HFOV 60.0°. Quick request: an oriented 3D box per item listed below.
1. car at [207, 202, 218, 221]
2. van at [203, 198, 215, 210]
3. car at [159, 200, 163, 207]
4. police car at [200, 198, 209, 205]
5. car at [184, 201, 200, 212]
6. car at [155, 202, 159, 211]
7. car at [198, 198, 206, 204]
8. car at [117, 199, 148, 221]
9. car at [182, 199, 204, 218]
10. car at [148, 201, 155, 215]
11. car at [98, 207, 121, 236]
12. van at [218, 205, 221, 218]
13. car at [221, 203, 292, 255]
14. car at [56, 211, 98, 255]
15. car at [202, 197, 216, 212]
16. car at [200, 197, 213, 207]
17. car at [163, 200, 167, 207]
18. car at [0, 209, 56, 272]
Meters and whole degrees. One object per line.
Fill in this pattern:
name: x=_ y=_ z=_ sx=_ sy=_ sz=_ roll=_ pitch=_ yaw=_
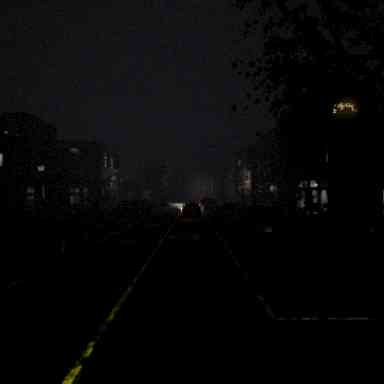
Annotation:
car: x=2.691 y=1.860 z=30.659 sx=2.008 sy=1.369 sz=4.403 roll=-1 pitch=-1 yaw=0
van: x=2.691 y=1.872 z=52.836 sx=1.690 sy=1.788 sz=3.998 roll=-1 pitch=-1 yaw=0
car: x=-5.688 y=2.020 z=47.291 sx=1.887 sy=1.381 sz=4.507 roll=-1 pitch=-1 yaw=0
police car: x=3.007 y=2.213 z=78.612 sx=1.930 sy=1.638 sz=5.238 roll=0 pitch=-1 yaw=0
car: x=0.014 y=2.028 z=46.075 sx=1.994 sy=1.385 sz=4.181 roll=0 pitch=0 yaw=0
car: x=-5.688 y=1.986 z=41.747 sx=1.947 sy=1.339 sz=4.313 roll=-1 pitch=-1 yaw=0
car: x=2.695 y=2.462 z=91.641 sx=1.887 sy=1.381 sz=4.507 roll=-1 pitch=-1 yaw=0
car: x=-5.693 y=1.624 z=30.663 sx=2.192 sy=1.841 sz=5.009 roll=-1 pitch=-1 yaw=0
car: x=0.002 y=1.825 z=34.496 sx=1.882 sy=1.535 sz=5.008 roll=0 pitch=0 yaw=0
car: x=-5.691 y=1.680 z=36.206 sx=2.192 sy=1.841 sz=5.009 roll=-1 pitch=-1 yaw=0
car: x=-5.691 y=1.780 z=19.573 sx=1.802 sy=1.307 sz=4.206 roll=-1 pitch=-1 yaw=0
van: x=2.688 y=1.539 z=19.574 sx=1.690 sy=1.788 sz=3.998 roll=-1 pitch=-1 yaw=0
car: x=2.687 y=1.458 z=14.031 sx=2.192 sy=1.841 sz=5.009 roll=-1 pitch=-1 yaw=0
car: x=-5.691 y=1.687 z=14.029 sx=1.887 sy=1.381 sz=4.507 roll=-1 pitch=-1 yaw=0
car: x=2.691 y=1.916 z=47.292 sx=1.967 sy=1.590 sz=4.097 roll=-1 pitch=-1 yaw=0
car: x=2.692 y=1.956 z=63.924 sx=2.192 sy=1.841 sz=5.009 roll=-1 pitch=-1 yaw=0
car: x=-5.687 y=2.207 z=63.922 sx=1.947 sy=1.339 sz=4.313 roll=0 pitch=-1 yaw=0
car: x=-5.693 y=1.402 z=8.487 sx=2.192 sy=1.841 sz=5.009 roll=-1 pitch=-1 yaw=0
